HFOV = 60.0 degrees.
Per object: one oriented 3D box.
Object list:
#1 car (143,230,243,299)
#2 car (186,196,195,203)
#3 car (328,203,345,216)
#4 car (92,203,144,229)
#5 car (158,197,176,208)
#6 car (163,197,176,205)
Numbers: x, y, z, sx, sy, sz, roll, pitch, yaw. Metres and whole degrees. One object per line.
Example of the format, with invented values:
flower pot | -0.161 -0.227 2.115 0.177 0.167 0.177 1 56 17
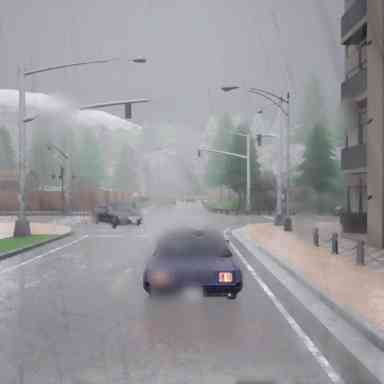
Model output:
car | 0.026 1.601 8.381 1.895 1.301 4.718 0 0 0
car | -0.305 1.547 68.230 2.033 1.411 5.357 0 0 0
car | 14.709 1.367 29.892 4.553 1.767 2.097 0 0 -1
car | -4.974 1.490 21.920 2.128 1.511 4.902 1 -1 -38
car | -3.790 1.547 47.897 2.033 1.411 5.357 0 0 0
car | -3.816 1.564 57.886 1.994 1.385 4.181 0 0 1
